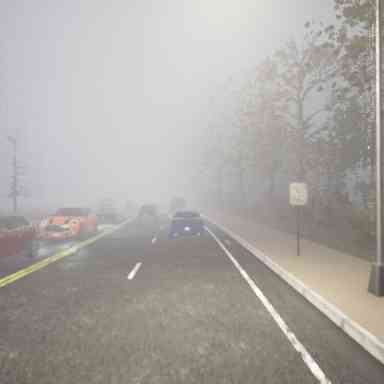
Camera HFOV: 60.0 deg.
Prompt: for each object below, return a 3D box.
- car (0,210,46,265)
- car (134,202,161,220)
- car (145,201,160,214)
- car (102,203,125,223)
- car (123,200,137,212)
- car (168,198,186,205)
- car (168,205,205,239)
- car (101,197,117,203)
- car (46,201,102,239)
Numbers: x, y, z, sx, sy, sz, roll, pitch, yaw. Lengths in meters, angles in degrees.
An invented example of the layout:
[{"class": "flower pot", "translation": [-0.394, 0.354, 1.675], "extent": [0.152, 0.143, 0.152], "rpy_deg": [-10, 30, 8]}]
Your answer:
[{"class": "car", "translation": [-6.731, 1.505, 10.552], "extent": [2.097, 1.767, 4.553], "rpy_deg": [0, -1, -1]}, {"class": "car", "translation": [-4.325, 1.955, 32.962], "extent": [1.837, 1.490, 4.892], "rpy_deg": [0, -1, -3]}, {"class": "car", "translation": [-5.368, 2.096, 45.593], "extent": [1.882, 1.535, 5.008], "rpy_deg": [0, 0, -4]}, {"class": "car", "translation": [-7.403, 1.965, 29.029], "extent": [1.994, 1.385, 4.181], "rpy_deg": [0, -1, -3]}, {"class": "car", "translation": [-8.855, 1.930, 48.100], "extent": [2.097, 1.767, 4.553], "rpy_deg": [0, -1, -5]}, {"class": "car", "translation": [-2.018, 1.829, 45.450], "extent": [2.150, 2.045, 5.566], "rpy_deg": [0, -1, -5]}, {"class": "car", "translation": [-0.333, 1.740, 19.278], "extent": [1.882, 1.535, 5.008], "rpy_deg": [0, -1, -2]}, {"class": "car", "translation": [-12.089, 1.790, 47.774], "extent": [2.150, 2.045, 5.566], "rpy_deg": [0, -1, -5]}, {"class": "car", "translation": [-6.935, 1.620, 19.147], "extent": [2.097, 1.767, 4.553], "rpy_deg": [0, -1, -2]}]
